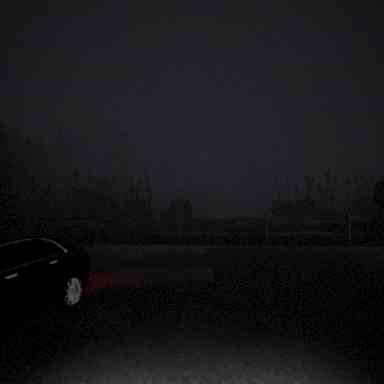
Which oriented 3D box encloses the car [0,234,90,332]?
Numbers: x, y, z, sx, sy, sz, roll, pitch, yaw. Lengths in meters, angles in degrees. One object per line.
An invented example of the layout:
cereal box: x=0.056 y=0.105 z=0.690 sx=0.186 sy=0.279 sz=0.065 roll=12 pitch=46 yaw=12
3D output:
car: x=-3.539 y=1.524 z=5.301 sx=1.837 sy=1.490 sz=4.892 roll=-3 pitch=-1 yaw=15
